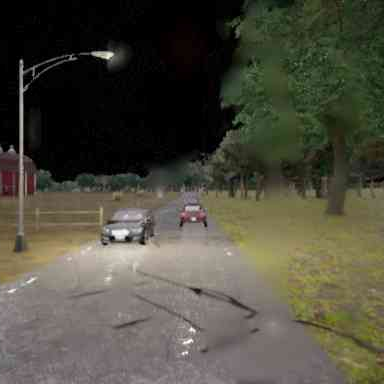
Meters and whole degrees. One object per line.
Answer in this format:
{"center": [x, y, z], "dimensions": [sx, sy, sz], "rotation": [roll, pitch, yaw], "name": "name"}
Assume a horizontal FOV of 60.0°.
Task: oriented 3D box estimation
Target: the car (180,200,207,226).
{"center": [0.097, 1.572, 23.672], "dimensions": [1.812, 1.442, 4.674], "rotation": [0, 0, 0], "name": "car"}

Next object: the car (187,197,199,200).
{"center": [0.094, 1.419, 40.718], "dimensions": [2.097, 1.767, 4.553], "rotation": [0, 0, 0], "name": "car"}

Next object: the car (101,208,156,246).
{"center": [-2.797, 1.523, 15.447], "dimensions": [2.128, 1.511, 4.902], "rotation": [0, 0, 1], "name": "car"}
